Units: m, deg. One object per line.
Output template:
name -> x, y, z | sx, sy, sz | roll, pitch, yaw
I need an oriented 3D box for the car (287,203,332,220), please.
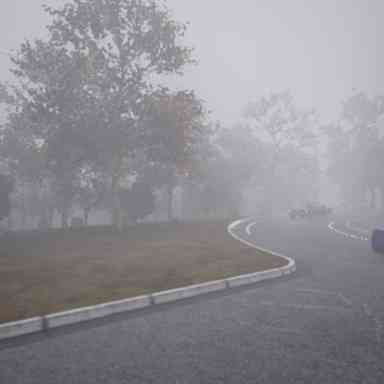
car -> 9.811, 1.553, 27.643 | 1.895, 1.301, 4.718 | 0, 0, 44

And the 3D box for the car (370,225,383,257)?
car -> 7.539, 1.455, 9.214 | 1.882, 1.535, 5.008 | -1, 0, -24
